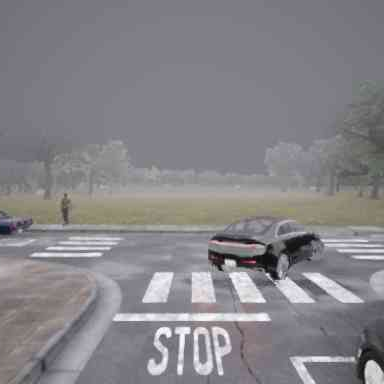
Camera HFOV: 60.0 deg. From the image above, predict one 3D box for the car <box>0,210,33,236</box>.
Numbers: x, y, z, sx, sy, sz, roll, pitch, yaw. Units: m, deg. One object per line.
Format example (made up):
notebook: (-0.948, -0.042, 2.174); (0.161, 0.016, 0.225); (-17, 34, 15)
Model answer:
car: (-10.049, 1.465, 15.232); (4.718, 1.301, 1.895); (0, 1, 0)

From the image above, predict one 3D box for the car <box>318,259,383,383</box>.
car: (2.621, 1.544, 1.952); (2.008, 1.369, 4.403); (-1, 0, 0)

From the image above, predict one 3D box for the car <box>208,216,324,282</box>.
car: (2.370, 1.476, 9.906); (2.128, 1.511, 4.902); (0, 0, 37)

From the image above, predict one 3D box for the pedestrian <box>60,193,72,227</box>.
pedestrian: (-6.882, 0.950, 18.130); (0.375, 1.860, 0.375); (0, 1, 0)
